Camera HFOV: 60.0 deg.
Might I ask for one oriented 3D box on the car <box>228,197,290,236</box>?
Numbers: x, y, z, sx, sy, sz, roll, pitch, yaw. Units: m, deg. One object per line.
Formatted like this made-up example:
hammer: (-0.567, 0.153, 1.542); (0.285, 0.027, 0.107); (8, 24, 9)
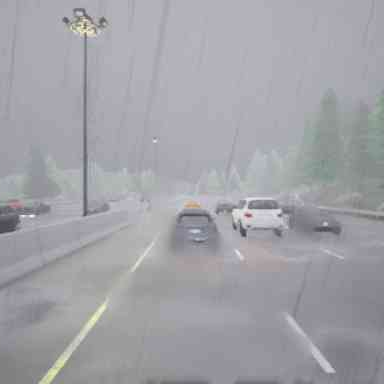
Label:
car: (3.597, 1.322, 19.048); (2.150, 2.045, 5.566); (0, 0, 0)

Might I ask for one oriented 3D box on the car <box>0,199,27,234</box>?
car: (-10.595, 1.439, 16.676); (2.097, 1.767, 4.553); (0, 0, 0)

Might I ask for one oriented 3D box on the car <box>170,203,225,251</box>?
car: (0.098, 1.508, 14.488); (2.033, 1.649, 4.856); (0, 0, 0)

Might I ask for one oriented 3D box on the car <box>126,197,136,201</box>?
car: (-14.013, 1.712, 76.137); (1.812, 1.442, 4.674); (0, 0, 0)

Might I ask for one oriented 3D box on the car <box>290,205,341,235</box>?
car: (7.098, 1.668, 19.683); (1.994, 1.385, 4.181); (0, 0, 0)

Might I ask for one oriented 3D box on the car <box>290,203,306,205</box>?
car: (10.498, 1.777, 33.478); (1.895, 1.301, 4.718); (0, 0, 0)

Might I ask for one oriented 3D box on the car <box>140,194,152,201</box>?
car: (-10.513, 1.413, 76.119); (2.150, 2.045, 5.566); (0, 0, 0)

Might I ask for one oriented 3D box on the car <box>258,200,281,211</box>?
car: (10.517, 1.787, 45.572); (2.033, 1.411, 5.357); (0, 0, 0)

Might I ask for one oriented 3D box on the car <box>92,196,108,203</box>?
car: (-21.013, 1.713, 76.117); (2.128, 1.511, 4.902); (0, 0, 0)

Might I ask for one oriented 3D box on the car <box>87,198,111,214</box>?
car: (-10.504, 1.711, 37.375); (2.128, 1.511, 4.902); (0, 0, 0)

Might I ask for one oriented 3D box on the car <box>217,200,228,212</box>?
car: (3.539, 1.703, 37.474); (1.837, 1.490, 4.892); (0, 0, 1)

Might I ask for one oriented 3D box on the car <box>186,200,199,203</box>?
car: (0.096, 1.674, 37.301); (1.882, 1.535, 5.008); (0, 0, 0)

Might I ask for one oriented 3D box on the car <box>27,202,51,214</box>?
car: (-17.504, 1.782, 37.374); (1.994, 1.385, 4.181); (0, 0, 0)

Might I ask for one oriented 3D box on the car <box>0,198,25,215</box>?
car: (-21.004, 1.552, 37.404); (2.097, 1.767, 4.553); (0, 0, 0)
